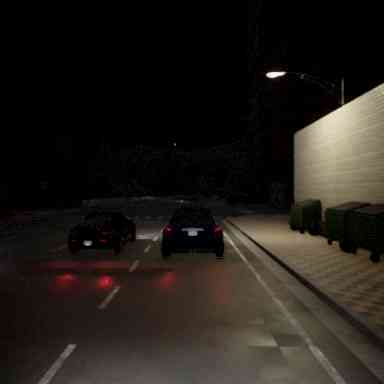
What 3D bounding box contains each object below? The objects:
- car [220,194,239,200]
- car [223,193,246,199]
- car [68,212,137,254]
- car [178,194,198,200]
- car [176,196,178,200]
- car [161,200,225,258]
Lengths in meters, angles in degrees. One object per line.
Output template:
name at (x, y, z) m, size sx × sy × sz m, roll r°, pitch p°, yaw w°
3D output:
car at (10.465, 1.421, 92.992) m, size 5.008 × 1.535 × 1.882 m, roll 0°, pitch 0°, yaw -24°
car at (11.832, 1.179, 89.770) m, size 5.566 × 2.045 × 2.150 m, roll 0°, pitch 0°, yaw -24°
car at (-3.449, 1.522, 13.366) m, size 1.812 × 1.442 × 4.674 m, roll 0°, pitch 0°, yaw 0°
car at (-0.469, 1.332, 80.154) m, size 2.097 × 1.767 × 4.553 m, roll 0°, pitch 0°, yaw 37°
car at (-2.112, 1.330, 83.650) m, size 2.097 × 1.767 × 4.553 m, roll 0°, pitch 0°, yaw 37°
car at (0.046, 1.348, 12.822) m, size 2.097 × 1.767 × 4.553 m, roll 0°, pitch 0°, yaw 1°
